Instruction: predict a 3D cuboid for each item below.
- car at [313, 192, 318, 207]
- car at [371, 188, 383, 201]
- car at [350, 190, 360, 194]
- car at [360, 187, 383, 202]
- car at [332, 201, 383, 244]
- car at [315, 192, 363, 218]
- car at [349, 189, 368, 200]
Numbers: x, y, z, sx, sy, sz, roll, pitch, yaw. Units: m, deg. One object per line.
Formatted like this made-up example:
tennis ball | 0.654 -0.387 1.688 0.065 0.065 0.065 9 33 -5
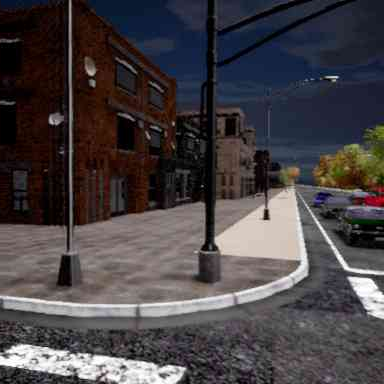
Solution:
car | 12.881 0.730 32.586 1.812 1.442 4.674 1 2 17
car | 28.209 0.294 49.353 2.097 1.767 4.553 1 2 17
car | 16.026 0.837 31.763 1.994 1.385 4.181 1 2 17
car | 13.105 0.728 22.141 2.150 2.045 5.566 1 2 16
car | 7.135 1.267 13.620 1.895 1.301 4.718 1 2 17
car | 9.961 0.985 22.985 2.033 1.411 5.357 1 2 16
car | 25.130 0.394 50.409 1.812 1.442 4.674 1 2 17
